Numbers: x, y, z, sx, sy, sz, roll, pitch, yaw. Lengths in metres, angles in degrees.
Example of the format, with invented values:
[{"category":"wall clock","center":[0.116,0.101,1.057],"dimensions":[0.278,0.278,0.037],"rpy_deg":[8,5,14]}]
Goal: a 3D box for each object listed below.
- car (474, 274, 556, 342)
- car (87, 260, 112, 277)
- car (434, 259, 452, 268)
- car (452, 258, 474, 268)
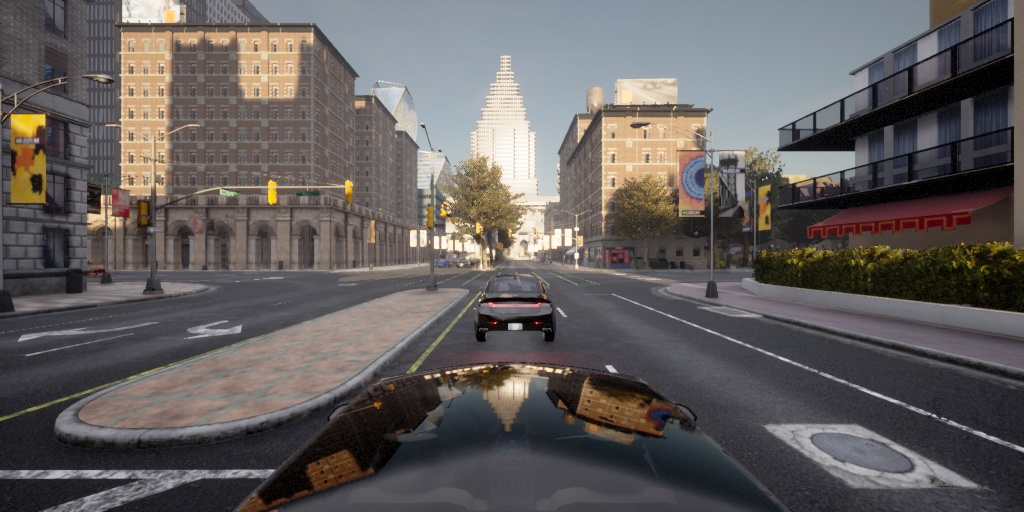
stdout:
[{"category":"car","center":[0.081,1.241,9.806],"dimensions":[2.128,1.511,4.902],"rpy_deg":[0,0,0]},{"category":"car","center":[-39.607,1.102,32.716],"dimensions":[4.553,1.767,2.097],"rpy_deg":[0,0,0]},{"category":"car","center":[-11.541,1.227,60.040],"dimensions":[1.882,1.535,5.008],"rpy_deg":[0,0,0]},{"category":"car","center":[-8.045,1.241,59.624],"dimensions":[2.128,1.511,4.902],"rpy_deg":[0,0,0]}]
